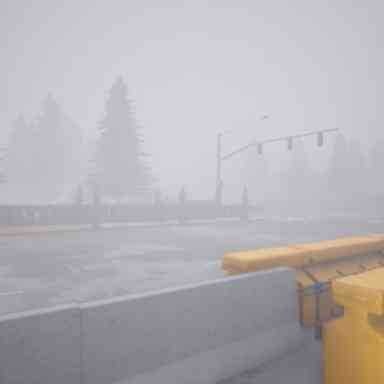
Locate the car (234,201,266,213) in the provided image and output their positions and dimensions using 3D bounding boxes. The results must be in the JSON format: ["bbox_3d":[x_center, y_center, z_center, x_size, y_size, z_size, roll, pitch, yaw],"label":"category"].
[{"bbox_3d":[7.385,1.826,42.550,1.812,1.442,4.674,1,0,-35],"label":"car"}]
